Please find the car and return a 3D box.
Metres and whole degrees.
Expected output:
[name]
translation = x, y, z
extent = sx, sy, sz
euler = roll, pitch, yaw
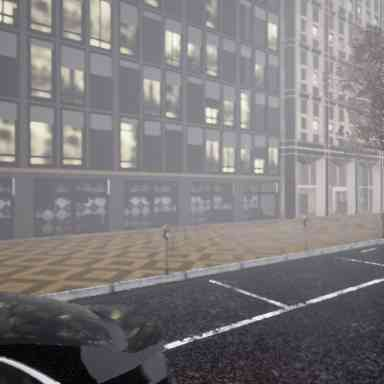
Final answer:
[car]
translation = -2.344, 1.502, 1.705
extent = 4.892, 1.490, 1.837
euler = 0, 0, -36
